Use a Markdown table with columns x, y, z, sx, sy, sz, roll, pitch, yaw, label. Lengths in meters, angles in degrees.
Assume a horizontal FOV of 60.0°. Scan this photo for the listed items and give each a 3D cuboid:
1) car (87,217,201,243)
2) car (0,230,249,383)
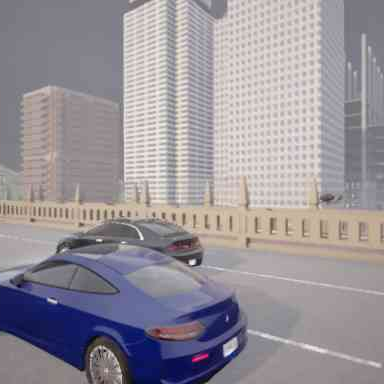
| x | y | z | sx | sy | sz | roll | pitch | yaw | label |
| --- | --- | --- | --- | --- | --- | --- | --- | --- | --- |
| -1.957 | 1.508 | 9.640 | 4.892 | 1.490 | 1.837 | 0 | 0 | 35 | car |
| -1.450 | 1.528 | 4.990 | 4.674 | 1.442 | 1.812 | 0 | 0 | 35 | car |
